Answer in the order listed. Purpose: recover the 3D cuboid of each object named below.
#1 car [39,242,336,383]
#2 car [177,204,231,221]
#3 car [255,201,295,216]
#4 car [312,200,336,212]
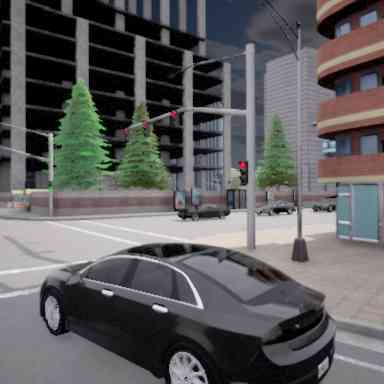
[{"bbox_3d":[-0.499,1.527,4.968,4.892,1.490,1.837,0,0,41],"label":"car"},{"bbox_3d":[1.021,1.765,28.902,4.718,1.301,1.895,0,0,-36],"label":"car"},{"bbox_3d":[8.566,1.645,34.386,4.902,1.511,2.128,0,0,-36],"label":"car"},{"bbox_3d":[16.612,1.495,40.210,4.553,1.767,2.097,0,0,-35],"label":"car"}]
